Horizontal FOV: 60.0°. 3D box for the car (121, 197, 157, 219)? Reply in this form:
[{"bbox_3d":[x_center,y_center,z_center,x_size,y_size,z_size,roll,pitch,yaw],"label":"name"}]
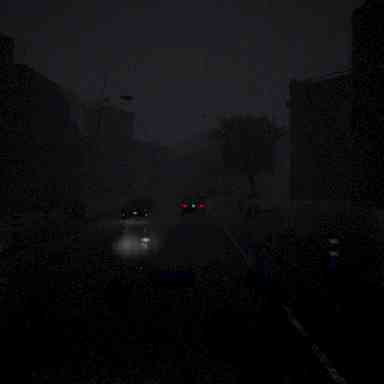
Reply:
[{"bbox_3d":[-3.556,1.054,22.801,1.994,1.385,4.181,0,2,1],"label":"car"}]

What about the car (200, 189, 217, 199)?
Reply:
[{"bbox_3d":[1.859,0.291,42.586,1.994,1.385,4.181,0,2,18],"label":"car"}]

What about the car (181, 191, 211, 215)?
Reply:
[{"bbox_3d":[0.107,0.937,25.699,2.033,1.411,5.357,0,2,0],"label":"car"}]
